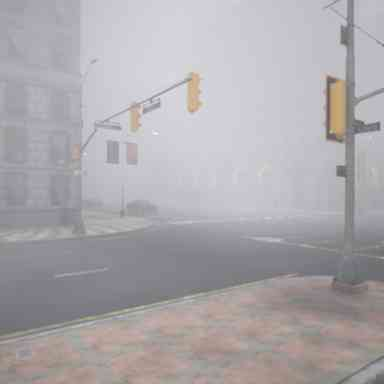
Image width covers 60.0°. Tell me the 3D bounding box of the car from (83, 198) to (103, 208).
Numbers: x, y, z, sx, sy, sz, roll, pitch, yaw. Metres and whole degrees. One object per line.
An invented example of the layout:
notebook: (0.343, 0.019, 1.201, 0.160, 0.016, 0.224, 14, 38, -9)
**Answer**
car: (-14.999, 1.611, 50.252, 1.882, 1.535, 5.008, 1, 0, -35)

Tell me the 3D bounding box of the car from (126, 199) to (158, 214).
car: (-5.573, 1.610, 37.005, 1.882, 1.535, 5.008, 1, 0, -36)
